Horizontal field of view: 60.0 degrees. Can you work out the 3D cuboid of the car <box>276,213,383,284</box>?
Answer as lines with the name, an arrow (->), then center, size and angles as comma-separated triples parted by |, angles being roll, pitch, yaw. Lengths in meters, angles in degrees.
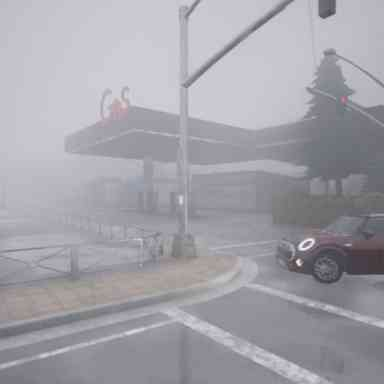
car -> 4.697, 1.355, 9.100 | 4.553, 1.767, 2.097 | 1, -1, -2
